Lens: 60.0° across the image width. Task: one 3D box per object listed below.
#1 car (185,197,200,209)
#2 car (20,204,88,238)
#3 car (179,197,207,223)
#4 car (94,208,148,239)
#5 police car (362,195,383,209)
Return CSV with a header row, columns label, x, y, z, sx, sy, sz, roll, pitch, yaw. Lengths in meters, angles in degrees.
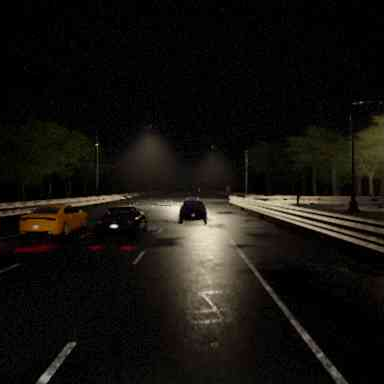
label,x,y,z,sx,sy,sz,roll,pitch,yaw
car,0.061,1.320,41.989,1.895,1.301,4.718,0,1,0
car,-6.915,1.376,17.191,1.882,1.535,5.008,0,0,0
car,0.077,1.335,24.079,1.882,1.535,5.008,0,0,0
car,-3.417,1.465,16.586,1.994,1.385,4.181,0,0,0
police car,19.795,0.914,33.252,1.930,1.638,5.238,0,-1,-33
